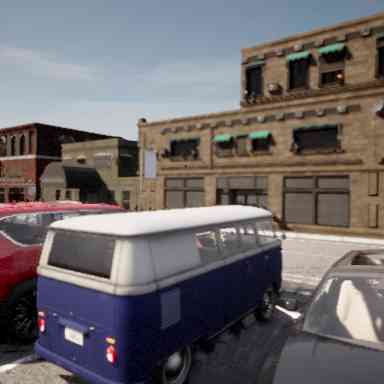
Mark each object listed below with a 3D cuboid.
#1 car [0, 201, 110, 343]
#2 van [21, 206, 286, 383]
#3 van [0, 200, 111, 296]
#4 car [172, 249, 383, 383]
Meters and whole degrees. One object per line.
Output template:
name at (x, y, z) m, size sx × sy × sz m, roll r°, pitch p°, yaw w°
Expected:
car at (-2.304, 1.225, 6.828) m, size 2.435 × 2.045 × 5.566 m, roll 0°, pitch 0°, yaw 36°
van at (0.012, 1.253, 5.283) m, size 1.878 × 1.987 × 4.442 m, roll 0°, pitch 0°, yaw 36°
van at (-4.418, 1.249, 8.444) m, size 1.878 × 1.987 × 4.442 m, roll 0°, pitch 0°, yaw 36°
car at (2.214, 1.481, 3.576) m, size 2.231 × 1.521 × 4.892 m, roll 0°, pitch 0°, yaw 36°
